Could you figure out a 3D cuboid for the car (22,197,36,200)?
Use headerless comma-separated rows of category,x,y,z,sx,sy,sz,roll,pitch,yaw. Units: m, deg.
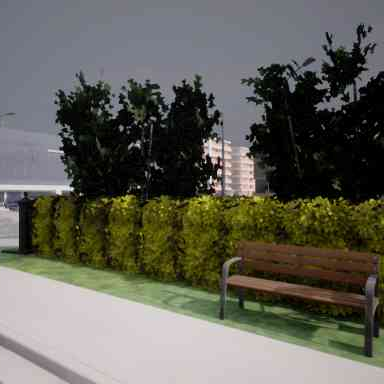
car,-15.698,1.514,36.314,1.994,1.385,4.181,0,0,35

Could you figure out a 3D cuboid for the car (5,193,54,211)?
car,-18.454,1.171,38.484,2.150,2.045,5.566,0,0,35

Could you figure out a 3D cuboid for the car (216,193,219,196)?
car,4.226,0.807,64.606,1.812,1.442,4.674,0,1,35
